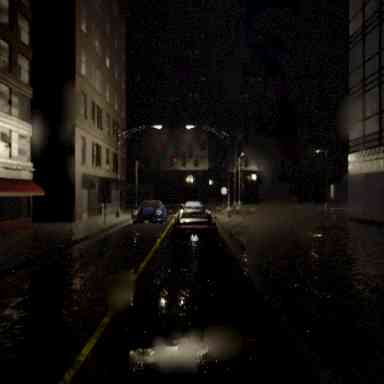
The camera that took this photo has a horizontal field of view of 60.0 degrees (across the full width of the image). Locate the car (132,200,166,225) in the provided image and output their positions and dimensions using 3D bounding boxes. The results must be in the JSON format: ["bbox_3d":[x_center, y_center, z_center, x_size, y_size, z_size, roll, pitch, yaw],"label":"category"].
[{"bbox_3d":[-3.006,1.379,24.312,2.097,1.767,4.553,0,0,0],"label":"car"}]

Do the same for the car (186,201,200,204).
[{"bbox_3d":[0.092,1.569,31.185,2.033,1.411,5.357,0,0,0],"label":"car"}]

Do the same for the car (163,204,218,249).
[{"bbox_3d":[0.096,1.500,14.662,2.128,1.511,4.902,0,0,0],"label":"car"}]
